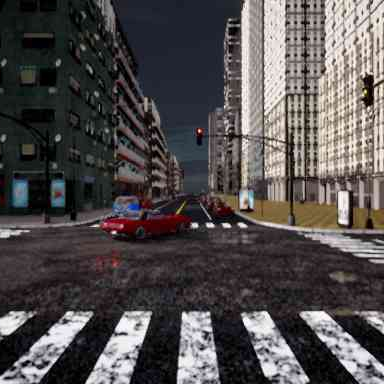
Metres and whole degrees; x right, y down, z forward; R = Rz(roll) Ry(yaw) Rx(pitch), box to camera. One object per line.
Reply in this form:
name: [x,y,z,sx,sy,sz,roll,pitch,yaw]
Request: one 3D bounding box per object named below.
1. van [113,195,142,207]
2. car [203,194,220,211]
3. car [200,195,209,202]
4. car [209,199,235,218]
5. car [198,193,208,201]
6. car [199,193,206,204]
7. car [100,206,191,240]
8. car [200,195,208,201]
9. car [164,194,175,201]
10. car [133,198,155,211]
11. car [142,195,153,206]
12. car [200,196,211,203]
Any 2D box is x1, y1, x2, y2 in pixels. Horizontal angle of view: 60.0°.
van: [-5.670,1.287,28.812,1.690,1.788,3.998,0,0,0]
car: [2.714,1.368,39.863,1.967,1.590,4.097,0,0,0]
car: [2.726,1.429,73.029,1.887,1.381,4.507,0,0,0]
car: [2.709,1.528,28.807,1.802,1.307,4.206,0,0,0]
car: [2.732,1.188,84.084,2.192,1.841,5.009,0,0,0]
car: [2.720,1.343,56.446,1.967,1.590,4.097,0,0,0]
car: [-2.175,1.567,16.978,1.895,1.301,4.718,0,0,40]
car: [2.728,1.461,78.556,1.802,1.307,4.206,0,0,0]
car: [-5.651,1.319,78.560,1.967,1.590,4.097,0,0,0]
car: [-5.668,1.472,39.868,1.887,1.381,4.507,0,0,0]
car: [-5.668,1.252,34.339,2.192,1.841,5.009,0,0,0]
car: [2.724,1.441,67.501,2.008,1.369,4.403,0,0,0]
